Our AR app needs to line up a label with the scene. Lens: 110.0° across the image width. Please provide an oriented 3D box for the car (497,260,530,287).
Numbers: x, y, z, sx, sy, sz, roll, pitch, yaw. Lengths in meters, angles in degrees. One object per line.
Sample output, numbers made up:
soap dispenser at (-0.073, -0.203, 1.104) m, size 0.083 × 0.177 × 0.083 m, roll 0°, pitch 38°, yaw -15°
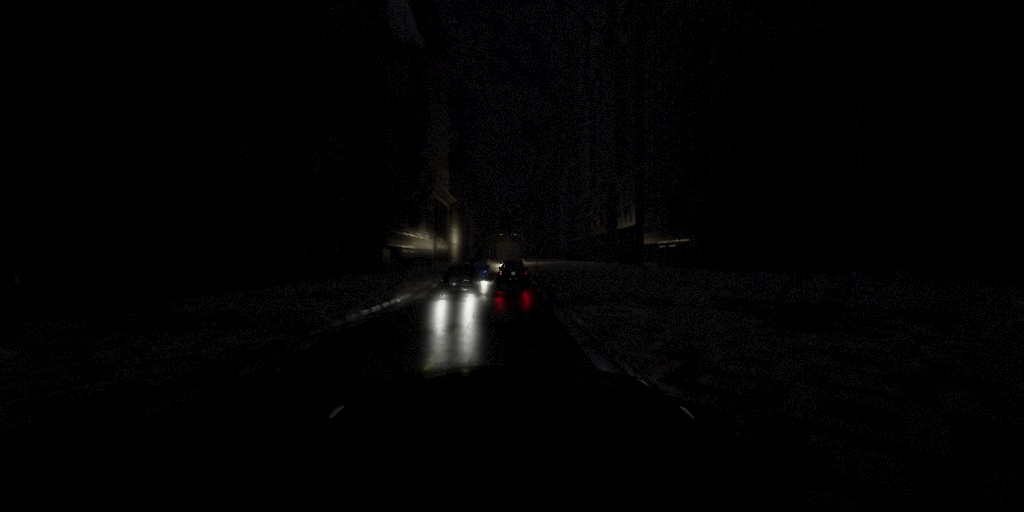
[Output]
car at (0.084, 1.098, 24.255) m, size 2.097 × 1.767 × 4.553 m, roll 0°, pitch 0°, yaw 0°

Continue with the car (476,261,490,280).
car at (-2.990, 1.222, 31.805) m, size 1.882 × 1.535 × 5.008 m, roll 0°, pitch 0°, yaw 0°

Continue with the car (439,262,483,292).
car at (-3.019, 1.254, 21.261) m, size 1.837 × 1.490 × 4.892 m, roll 0°, pitch -1°, yaw 0°
